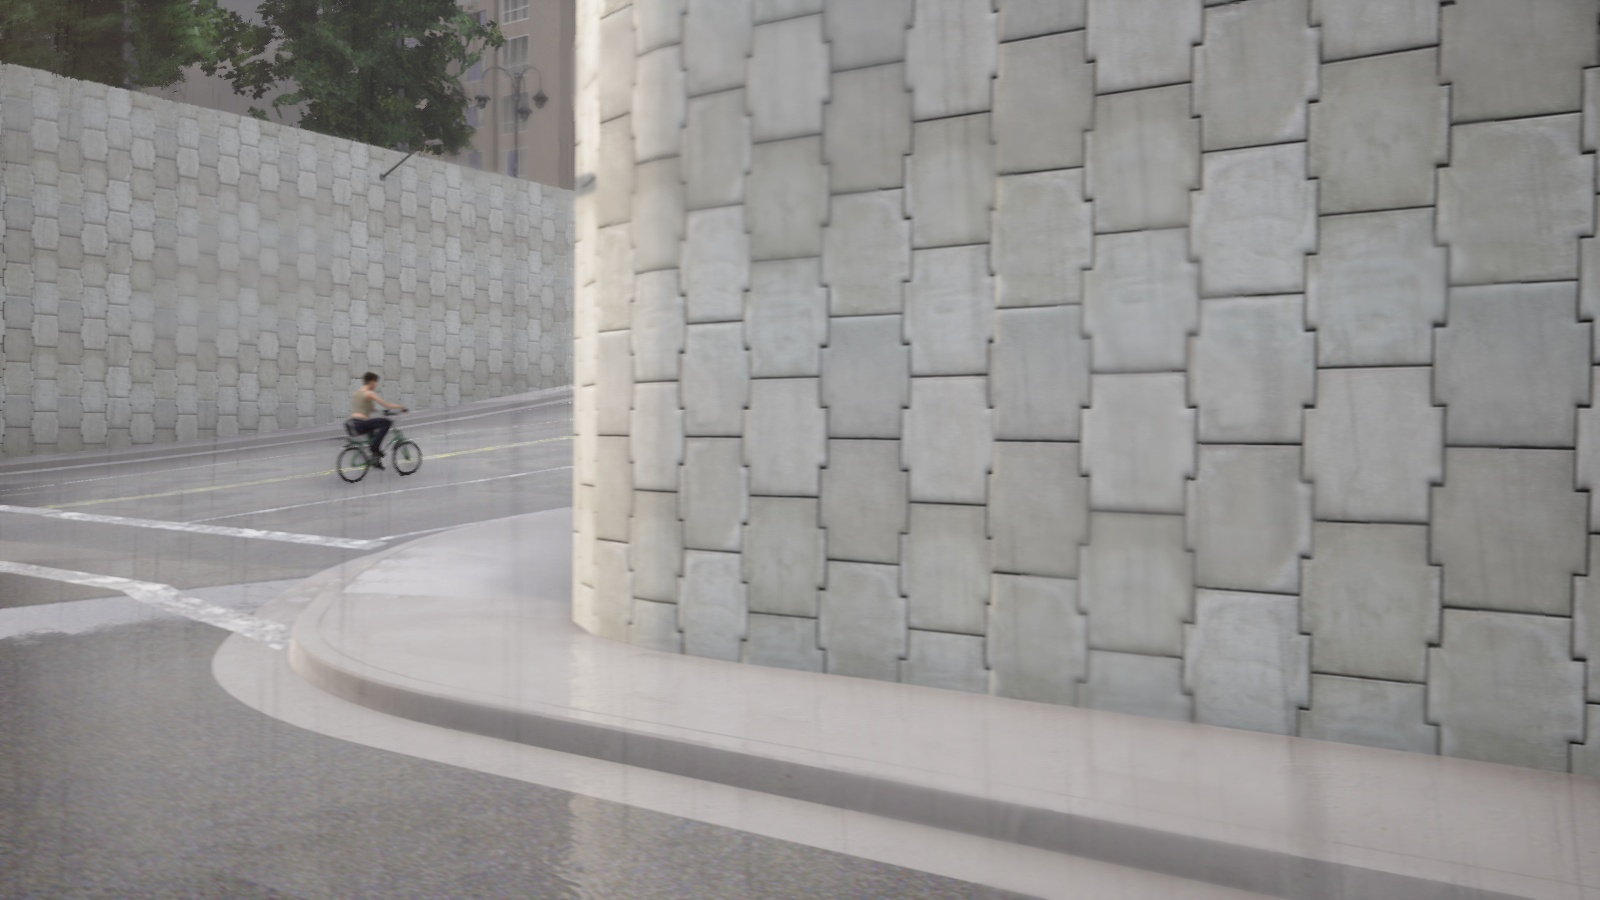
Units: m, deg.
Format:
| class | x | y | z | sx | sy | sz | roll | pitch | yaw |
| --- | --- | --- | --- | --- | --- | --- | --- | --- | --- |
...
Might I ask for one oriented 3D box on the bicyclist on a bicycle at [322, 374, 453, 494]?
| class | x | y | z | sx | sy | sz | roll | pitch | yaw |
| --- | --- | --- | --- | --- | --- | --- | --- | --- | --- |
| bicyclist on a bicycle | -6.126 | -0.261 | 18.708 | 0.866 | 1.612 | 1.509 | 0 | 7 | 35 |
